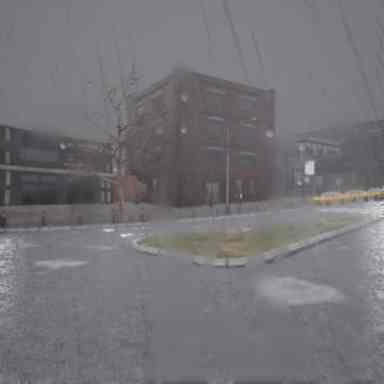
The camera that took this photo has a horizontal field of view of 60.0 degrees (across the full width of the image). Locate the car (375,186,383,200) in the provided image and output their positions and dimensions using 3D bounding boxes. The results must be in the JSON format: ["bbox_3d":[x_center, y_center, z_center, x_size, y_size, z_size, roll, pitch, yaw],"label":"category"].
[{"bbox_3d":[24.032,0.150,43.658,5.366,1.575,1.946,-3,2,-37],"label":"car"}]

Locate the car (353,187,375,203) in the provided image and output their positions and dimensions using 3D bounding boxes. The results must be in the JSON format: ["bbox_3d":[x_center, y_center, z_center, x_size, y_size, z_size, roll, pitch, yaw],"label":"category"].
[{"bbox_3d":[19.632,0.409,40.326,5.366,1.575,1.946,-3,2,-37],"label":"car"}]

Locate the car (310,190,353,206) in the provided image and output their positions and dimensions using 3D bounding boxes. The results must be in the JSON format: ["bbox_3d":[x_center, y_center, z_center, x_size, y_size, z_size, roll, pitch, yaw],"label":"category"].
[{"bbox_3d":[15.229,0.670,37.003,5.366,1.575,1.946,-3,2,-37],"label":"car"}]
